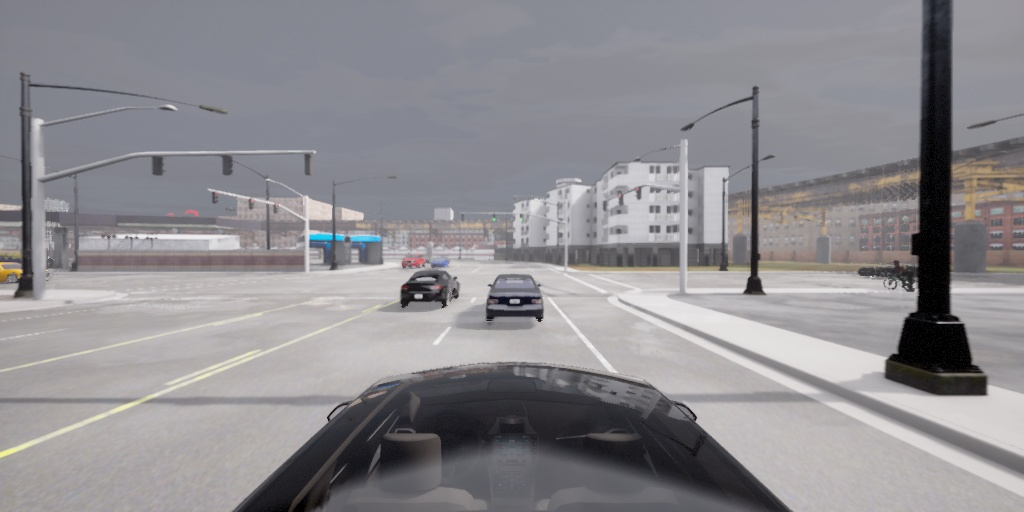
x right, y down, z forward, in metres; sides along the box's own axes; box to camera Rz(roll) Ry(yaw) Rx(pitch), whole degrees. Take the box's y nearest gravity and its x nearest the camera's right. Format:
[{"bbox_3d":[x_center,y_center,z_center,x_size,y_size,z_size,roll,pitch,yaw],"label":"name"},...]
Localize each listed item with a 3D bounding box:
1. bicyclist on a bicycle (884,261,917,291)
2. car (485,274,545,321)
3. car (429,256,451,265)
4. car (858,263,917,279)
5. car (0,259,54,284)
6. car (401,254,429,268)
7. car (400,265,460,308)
[{"bbox_3d":[21.348,1.098,19.725,0.582,1.620,1.656,0,0,-1],"label":"bicyclist on a bicycle"},{"bbox_3d":[0.089,1.327,12.617,2.033,1.411,5.357,0,0,0],"label":"car"},{"bbox_3d":[-10.020,0.949,50.207,1.882,1.535,5.008,0,1,-1],"label":"car"},{"bbox_3d":[32.894,1.275,30.934,4.718,1.301,1.895,0,1,0],"label":"car"},{"bbox_3d":[-36.466,1.208,25.869,5.008,1.535,1.882,0,1,-1],"label":"car"},{"bbox_3d":[-13.471,0.703,49.329,2.150,2.045,5.566,0,0,-1],"label":"car"},{"bbox_3d":[-3.405,1.301,15.412,1.812,1.442,4.674,0,0,0],"label":"car"}]
